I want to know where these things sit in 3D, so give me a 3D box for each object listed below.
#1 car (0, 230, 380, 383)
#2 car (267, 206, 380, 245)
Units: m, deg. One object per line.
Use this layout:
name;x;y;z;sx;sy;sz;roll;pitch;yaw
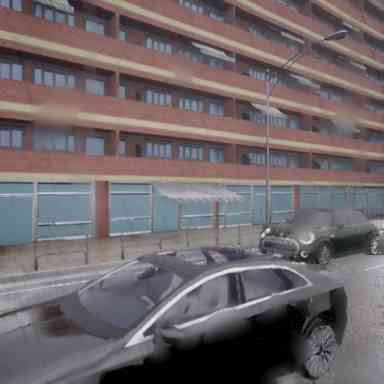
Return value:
car;-0.125;1.491;3.888;4.902;1.511;2.128;0;0;-35
car;4.436;1.352;11.436;4.553;1.767;2.097;0;0;-35
